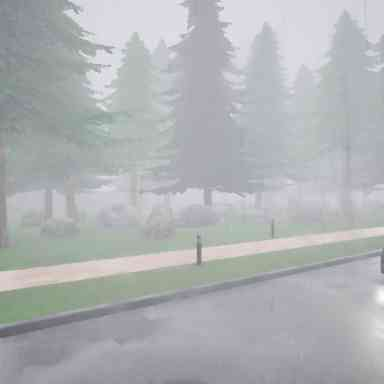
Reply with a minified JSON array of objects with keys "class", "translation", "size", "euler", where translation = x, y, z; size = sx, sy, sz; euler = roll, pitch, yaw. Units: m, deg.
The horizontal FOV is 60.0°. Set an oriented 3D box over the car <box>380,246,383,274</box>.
[{"class":"car","translation":[6.977,1.352,8.751],"size":[4.553,1.767,2.097],"euler":[0,0,-34]}]
